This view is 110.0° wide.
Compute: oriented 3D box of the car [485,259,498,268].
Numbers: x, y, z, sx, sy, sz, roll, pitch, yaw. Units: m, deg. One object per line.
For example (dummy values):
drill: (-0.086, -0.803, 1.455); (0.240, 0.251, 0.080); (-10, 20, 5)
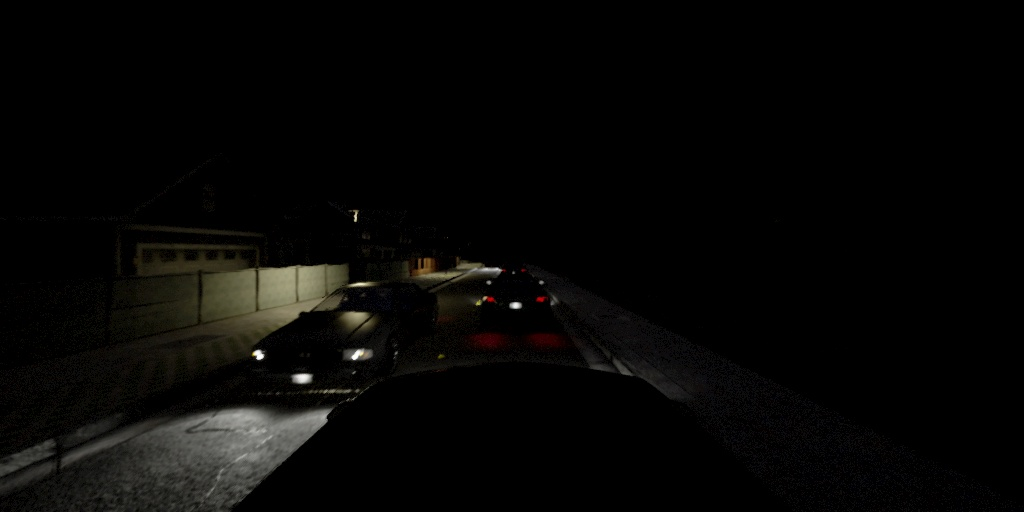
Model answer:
car: (-2.840, 1.053, 51.511); (1.895, 1.301, 4.718); (0, 0, 0)

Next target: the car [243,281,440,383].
car: (-2.848, 1.263, 7.530); (2.033, 1.411, 5.357); (0, 0, 0)

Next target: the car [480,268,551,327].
car: (0.105, 1.256, 11.330); (1.994, 1.385, 4.181); (0, 0, 0)

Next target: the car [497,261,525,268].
car: (0.116, 1.156, 27.974); (1.994, 1.385, 4.181); (0, 0, 0)
